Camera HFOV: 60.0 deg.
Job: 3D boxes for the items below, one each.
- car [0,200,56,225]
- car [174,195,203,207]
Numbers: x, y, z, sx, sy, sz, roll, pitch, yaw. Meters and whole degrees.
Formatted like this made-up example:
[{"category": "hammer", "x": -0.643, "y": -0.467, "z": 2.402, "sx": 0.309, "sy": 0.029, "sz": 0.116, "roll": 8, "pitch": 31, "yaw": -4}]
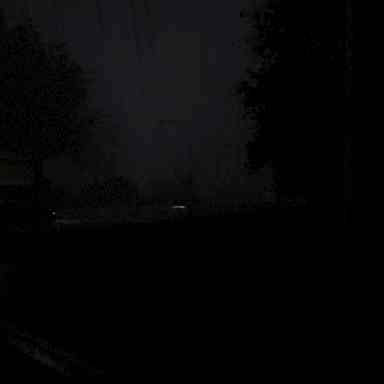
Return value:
[{"category": "car", "x": -10.363, "y": 1.219, "z": 19.202, "sx": 1.837, "sy": 1.490, "sz": 4.892, "roll": 1, "pitch": 1, "yaw": 39}, {"category": "car", "x": -0.391, "y": 1.130, "z": 43.302, "sx": 1.994, "sy": 1.385, "sz": 4.181, "roll": 1, "pitch": 1, "yaw": 37}]
